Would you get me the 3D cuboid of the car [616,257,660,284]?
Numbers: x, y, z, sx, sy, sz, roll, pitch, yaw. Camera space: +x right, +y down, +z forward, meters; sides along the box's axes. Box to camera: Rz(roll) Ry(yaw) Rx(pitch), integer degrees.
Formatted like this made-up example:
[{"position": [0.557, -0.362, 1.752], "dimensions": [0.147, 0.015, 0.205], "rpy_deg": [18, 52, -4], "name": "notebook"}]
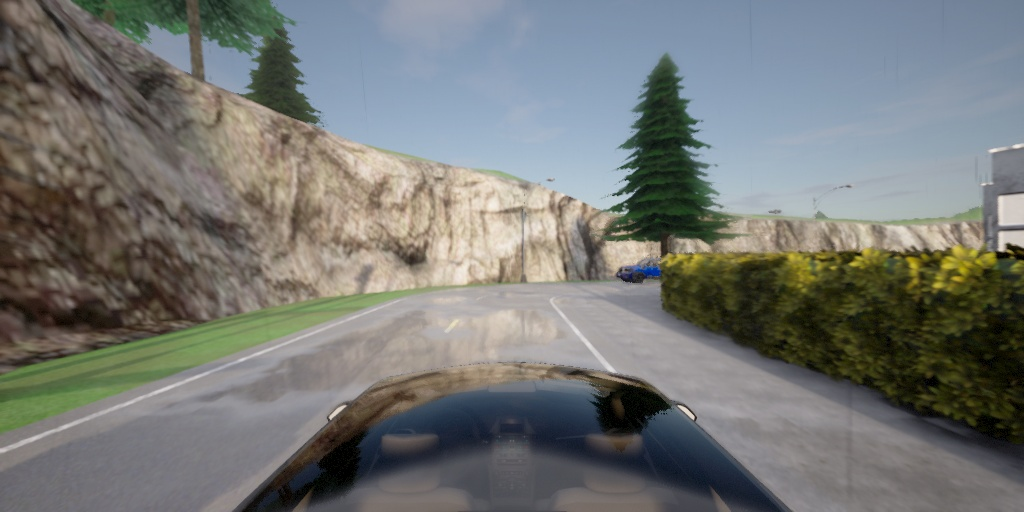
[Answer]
[{"position": [10.977, 1.098, 27.890], "dimensions": [5.566, 2.045, 2.150], "rpy_deg": [0, 0, -7], "name": "car"}]
